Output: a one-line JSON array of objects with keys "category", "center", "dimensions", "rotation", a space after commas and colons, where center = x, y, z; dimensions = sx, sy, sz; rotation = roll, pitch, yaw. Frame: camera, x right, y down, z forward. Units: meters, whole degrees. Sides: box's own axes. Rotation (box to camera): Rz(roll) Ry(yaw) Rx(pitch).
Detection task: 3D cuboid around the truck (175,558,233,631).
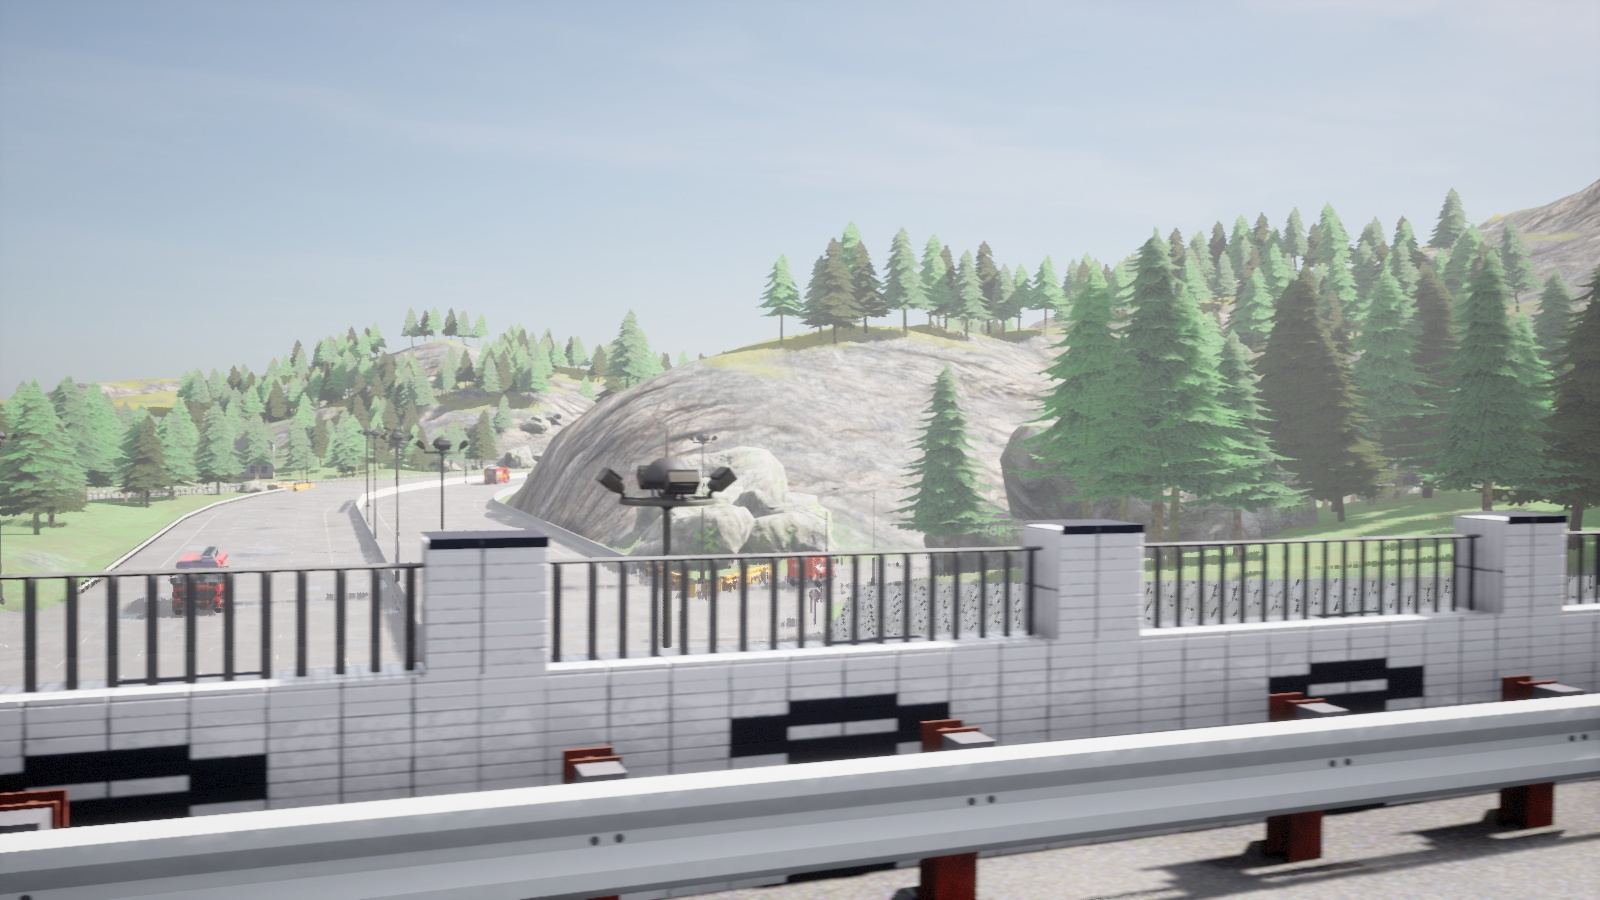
[{"category": "truck", "center": [-40.534, 9.706, 85.559], "dimensions": [2.891, 3.827, 8.468], "rotation": [-1, 1, -21]}]
